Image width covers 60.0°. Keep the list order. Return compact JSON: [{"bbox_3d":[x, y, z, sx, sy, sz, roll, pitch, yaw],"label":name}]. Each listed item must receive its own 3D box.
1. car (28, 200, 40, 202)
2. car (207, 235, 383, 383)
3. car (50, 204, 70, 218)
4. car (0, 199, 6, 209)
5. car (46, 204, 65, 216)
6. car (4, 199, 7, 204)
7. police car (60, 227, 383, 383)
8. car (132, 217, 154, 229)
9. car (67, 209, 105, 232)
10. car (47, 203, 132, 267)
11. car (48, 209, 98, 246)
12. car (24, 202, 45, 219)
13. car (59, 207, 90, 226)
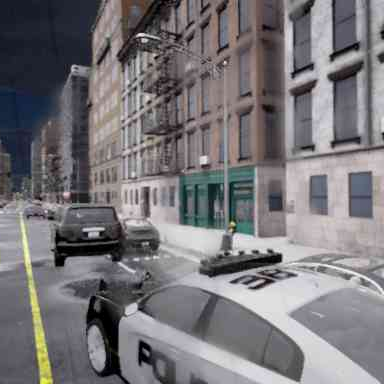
[{"bbox_3d":[-23.350,2.361,48.220,1.812,1.442,4.674,0,-1,-28],"label":"car"},{"bbox_3d":[2.214,1.616,5.090,2.008,1.369,4.403,0,-1,-28],"label":"car"},{"bbox_3d":[-15.440,2.184,38.802,1.752,1.417,4.829,0,-1,-28],"label":"car"},{"bbox_3d":[-39.773,2.754,67.965,2.008,1.369,4.403,0,-1,-28],"label":"car"},{"bbox_3d":[-17.872,2.320,43.445,1.802,1.307,4.206,0,-1,-28],"label":"car"},{"bbox_3d":[-42.303,2.830,72.796,1.887,1.381,4.507,0,-1,-28],"label":"car"},{"bbox_3d":[0.441,1.478,3.614,1.930,1.638,5.238,0,-1,-39],"label":"police car"},{"bbox_3d":[-2.807,1.787,14.678,2.008,1.369,4.403,0,-1,-28],"label":"car"},{"bbox_3d":[-7.829,1.972,24.267,1.947,1.339,4.313,0,-1,-28],"label":"car"},{"bbox_3d":[-4.149,1.434,12.597,2.150,2.045,5.566,0,-1,-25],"label":"car"},{"bbox_3d":[-6.595,1.785,18.005,1.882,1.535,5.008,0,-1,-28],"label":"car"},{"bbox_3d":[-17.387,2.189,36.882,2.033,1.411,5.357,0,-1,-27],"label":"car"},{"bbox_3d":[-10.339,2.057,29.061,1.947,1.339,4.313,0,-1,-28],"label":"car"}]
